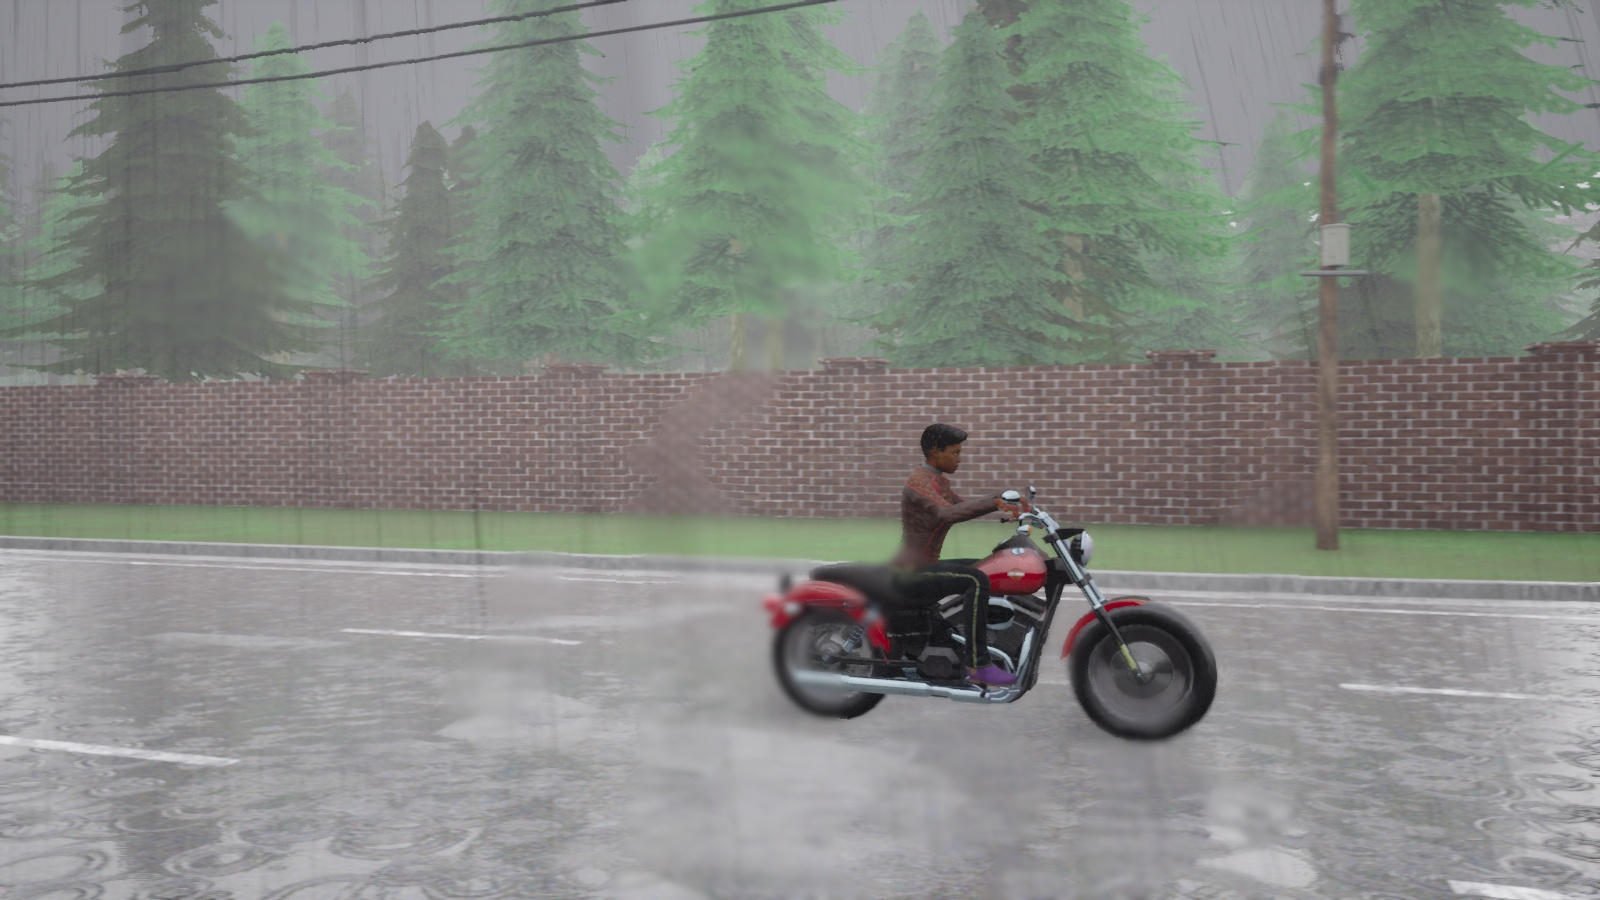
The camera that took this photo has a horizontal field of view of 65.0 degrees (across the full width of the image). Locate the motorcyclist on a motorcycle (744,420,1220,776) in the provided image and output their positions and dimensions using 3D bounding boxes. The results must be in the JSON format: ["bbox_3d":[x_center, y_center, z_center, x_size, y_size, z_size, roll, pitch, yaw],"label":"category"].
[{"bbox_3d":[0.946,0.675,6.566,2.350,1.649,0.766,1,1,19],"label":"motorcyclist on a motorcycle"}]
